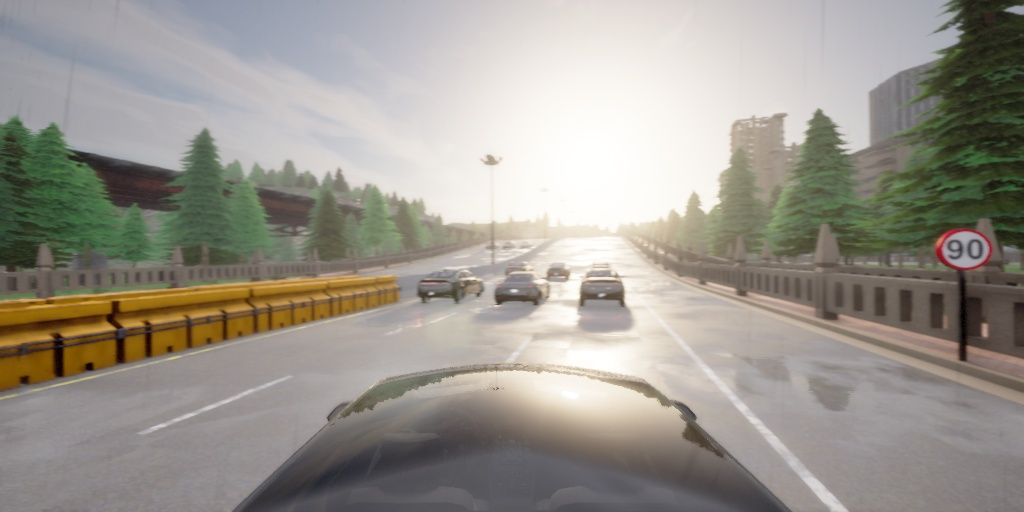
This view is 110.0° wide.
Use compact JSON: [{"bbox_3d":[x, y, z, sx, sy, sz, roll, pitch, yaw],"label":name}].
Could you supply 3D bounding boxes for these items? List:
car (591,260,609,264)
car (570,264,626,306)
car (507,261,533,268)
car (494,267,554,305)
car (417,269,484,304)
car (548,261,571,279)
[{"bbox_3d":[7.508,1.115,30.474,2.128,1.511,4.902,-1,2,14],"label":"car"},{"bbox_3d":[3.969,1.282,15.880,2.128,1.511,4.902,-1,0,14],"label":"car"},{"bbox_3d":[0.707,1.226,32.127,2.128,1.511,4.902,-1,2,14],"label":"car"},{"bbox_3d":[0.574,1.410,16.724,1.994,1.385,4.181,-1,0,14],"label":"car"},{"bbox_3d":[-2.825,1.394,17.562,2.128,1.511,4.902,-1,0,14],"label":"car"},{"bbox_3d":[4.127,1.201,31.377,1.812,1.442,4.674,-1,2,14],"label":"car"}]
